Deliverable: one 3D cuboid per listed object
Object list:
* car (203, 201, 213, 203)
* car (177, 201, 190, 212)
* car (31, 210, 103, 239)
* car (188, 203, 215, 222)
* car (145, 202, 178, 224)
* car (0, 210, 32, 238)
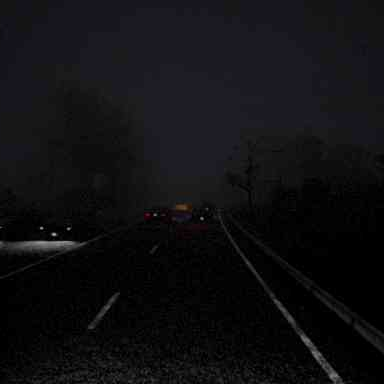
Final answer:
[{"bbox_3d":[2.230,1.989,46.733,1.837,1.490,4.892,0,0,5],"label":"car"},{"bbox_3d":[-1.367,1.948,45.835,1.882,1.535,5.008,0,0,5],"label":"car"},{"bbox_3d":[-6.696,1.740,19.070,2.033,1.411,5.357,0,-1,3],"label":"car"},{"bbox_3d":[0.934,1.905,29.435,1.895,1.301,4.718,0,-1,3],"label":"car"},{"bbox_3d":[-2.664,1.832,27.869,2.033,1.411,5.357,0,-1,3],"label":"car"},{"bbox_3d":[-10.193,1.739,19.228,2.033,1.411,5.357,0,-1,3],"label":"car"}]
